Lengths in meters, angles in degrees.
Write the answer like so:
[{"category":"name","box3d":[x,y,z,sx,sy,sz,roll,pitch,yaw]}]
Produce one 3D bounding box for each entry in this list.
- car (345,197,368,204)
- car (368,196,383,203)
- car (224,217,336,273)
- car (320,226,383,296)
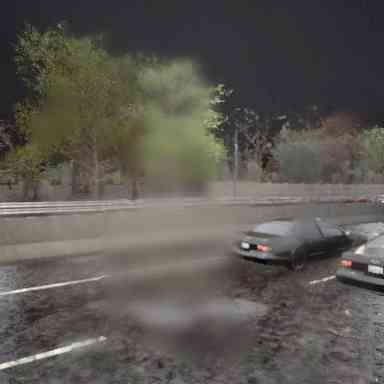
[{"category":"car","box3d":[26.340,1.422,52.825,4.718,1.301,1.895,0,0,-35]},{"category":"car","box3d":[29.443,1.322,50.742,4.892,1.490,1.837,-1,0,-35]},{"category":"car","box3d":[3.525,1.511,10.630,5.357,1.411,2.033,0,0,-35]},{"category":"car","box3d":[5.551,1.512,7.775,5.357,1.411,2.033,0,0,-35]}]
